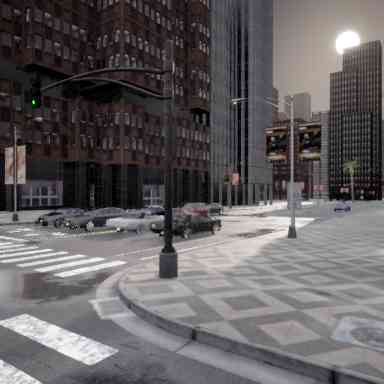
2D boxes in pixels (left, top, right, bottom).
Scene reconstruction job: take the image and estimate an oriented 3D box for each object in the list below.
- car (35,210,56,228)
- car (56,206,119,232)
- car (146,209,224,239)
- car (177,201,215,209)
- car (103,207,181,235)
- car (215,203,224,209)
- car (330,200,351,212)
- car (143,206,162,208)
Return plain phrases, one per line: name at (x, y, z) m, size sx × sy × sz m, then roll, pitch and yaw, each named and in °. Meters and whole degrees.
car at (-8.928, 1.792, 23.882) m, size 1.994 × 1.385 × 4.181 m, roll 0°, pitch -1°, yaw 35°
car at (-6.158, 1.740, 22.173) m, size 1.837 × 1.490 × 4.892 m, roll 0°, pitch -1°, yaw 35°
car at (-0.181, 1.858, 19.020) m, size 1.895 × 1.301 × 4.718 m, roll 0°, pitch -1°, yaw 35°
car at (-0.210, 1.736, 30.585) m, size 2.097 × 1.767 × 4.553 m, roll 0°, pitch -1°, yaw 35°
car at (-2.923, 1.851, 20.773) m, size 1.895 × 1.301 × 4.718 m, roll 0°, pitch -1°, yaw 35°
car at (1.993, 2.008, 39.332) m, size 1.837 × 1.490 × 4.892 m, roll 0°, pitch -1°, yaw 35°
car at (24.282, 2.429, 53.641) m, size 2.033 × 1.411 × 5.357 m, roll 0°, pitch -1°, yaw 34°
car at (-3.879, 1.956, 31.037) m, size 1.895 × 1.301 × 4.718 m, roll 0°, pitch -1°, yaw 35°
